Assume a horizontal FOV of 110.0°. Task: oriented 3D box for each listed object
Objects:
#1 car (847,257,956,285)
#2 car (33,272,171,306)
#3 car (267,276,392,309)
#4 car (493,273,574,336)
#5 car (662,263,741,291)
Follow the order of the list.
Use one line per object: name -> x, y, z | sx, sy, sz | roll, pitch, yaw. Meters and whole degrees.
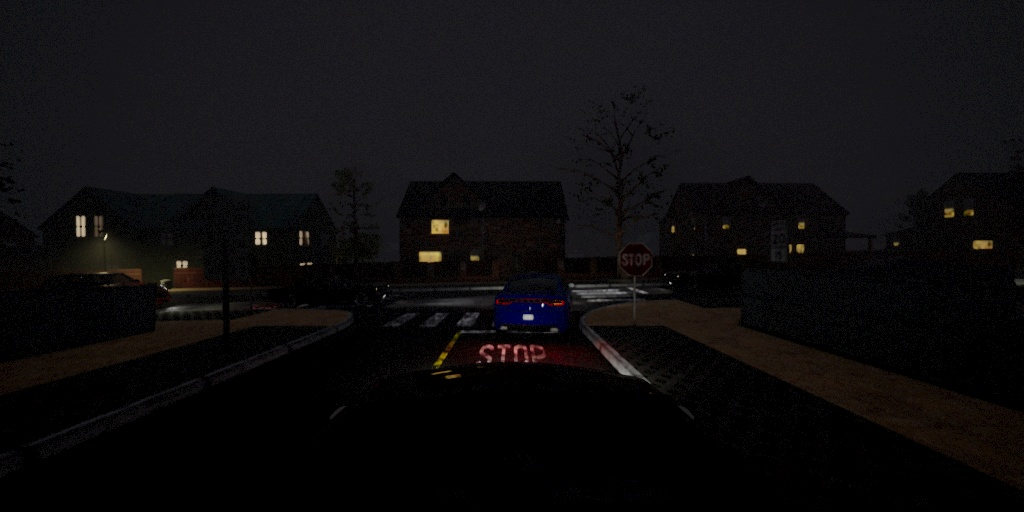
car -> 20.066, 0.757, 18.684 | 5.357, 1.411, 2.033 | -1, 1, 0
car -> -17.905, 1.502, 15.709 | 4.553, 1.767, 2.097 | -2, 1, 0
car -> -7.813, 1.509, 15.717 | 4.718, 1.301, 1.895 | -1, 1, 0
car -> 0.785, 1.228, 10.510 | 1.882, 1.535, 5.008 | 0, 0, 10
car -> 10.409, 1.038, 18.647 | 4.718, 1.301, 1.895 | -1, 1, -1
